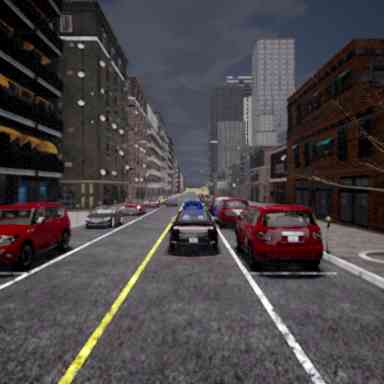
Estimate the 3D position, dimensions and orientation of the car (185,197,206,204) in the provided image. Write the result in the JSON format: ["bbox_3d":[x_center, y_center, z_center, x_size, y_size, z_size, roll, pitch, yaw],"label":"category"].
[{"bbox_3d":[0.081,1.484,30.701,1.882,1.535,5.008,0,0,0],"label":"car"}]

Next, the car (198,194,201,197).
[{"bbox_3d":[2.647,1.574,65.076,1.947,1.339,4.313,-1,0,0],"label":"car"}]

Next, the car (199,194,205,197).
[{"bbox_3d":[2.647,1.574,59.496,1.947,1.339,4.313,-1,0,0],"label":"car"}]

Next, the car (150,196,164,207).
[{"bbox_3d":[-5.703,1.448,49.023,1.967,1.590,4.097,-1,0,0],"label":"car"}]

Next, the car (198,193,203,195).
[{"bbox_3d":[2.643,1.322,70.655,2.192,1.841,5.009,-1,0,0],"label":"car"}]

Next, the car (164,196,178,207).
[{"bbox_3d":[-3.076,1.555,51.094,2.033,1.411,5.357,0,0,0],"label":"car"}]

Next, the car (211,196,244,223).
[{"bbox_3d":[2.672,1.320,21.979,2.192,1.841,5.009,-1,0,0],"label":"car"}]

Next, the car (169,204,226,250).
[{"bbox_3d":[0.070,1.495,14.220,2.128,1.511,4.902,0,0,0],"label":"car"}]

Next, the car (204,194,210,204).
[{"bbox_3d":[2.673,1.322,32.794,2.192,1.841,5.009,-1,0,0],"label":"car"}]

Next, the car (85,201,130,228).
[{"bbox_3d":[-5.703,1.556,21.987,2.008,1.369,4.403,-1,0,0],"label":"car"}]

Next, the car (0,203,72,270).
[{"bbox_3d":[-5.707,1.318,11.173,2.192,1.841,5.009,-1,0,0],"label":"car"}]

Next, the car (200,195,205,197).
[{"bbox_3d":[2.680,1.568,53.924,2.008,1.369,4.403,-1,0,0],"label":"car"}]

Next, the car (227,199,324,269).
[{"bbox_3d":[2.672,1.318,11.165,2.192,1.841,5.009,-1,0,0],"label":"car"}]

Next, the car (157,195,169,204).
[{"bbox_3d":[-5.701,1.448,65.026,1.967,1.590,4.097,-1,0,0],"label":"car"}]

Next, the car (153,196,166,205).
[{"bbox_3d":[-5.701,1.534,59.277,1.752,1.417,4.829,-1,0,0],"label":"car"}]

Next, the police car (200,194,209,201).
[{"bbox_3d":[3.005,1.430,81.830,1.930,1.638,5.238,0,0,0],"label":"police car"}]

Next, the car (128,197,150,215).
[{"bbox_3d":[-5.704,1.447,32.801,1.967,1.590,4.097,-1,0,0],"label":"car"}]
